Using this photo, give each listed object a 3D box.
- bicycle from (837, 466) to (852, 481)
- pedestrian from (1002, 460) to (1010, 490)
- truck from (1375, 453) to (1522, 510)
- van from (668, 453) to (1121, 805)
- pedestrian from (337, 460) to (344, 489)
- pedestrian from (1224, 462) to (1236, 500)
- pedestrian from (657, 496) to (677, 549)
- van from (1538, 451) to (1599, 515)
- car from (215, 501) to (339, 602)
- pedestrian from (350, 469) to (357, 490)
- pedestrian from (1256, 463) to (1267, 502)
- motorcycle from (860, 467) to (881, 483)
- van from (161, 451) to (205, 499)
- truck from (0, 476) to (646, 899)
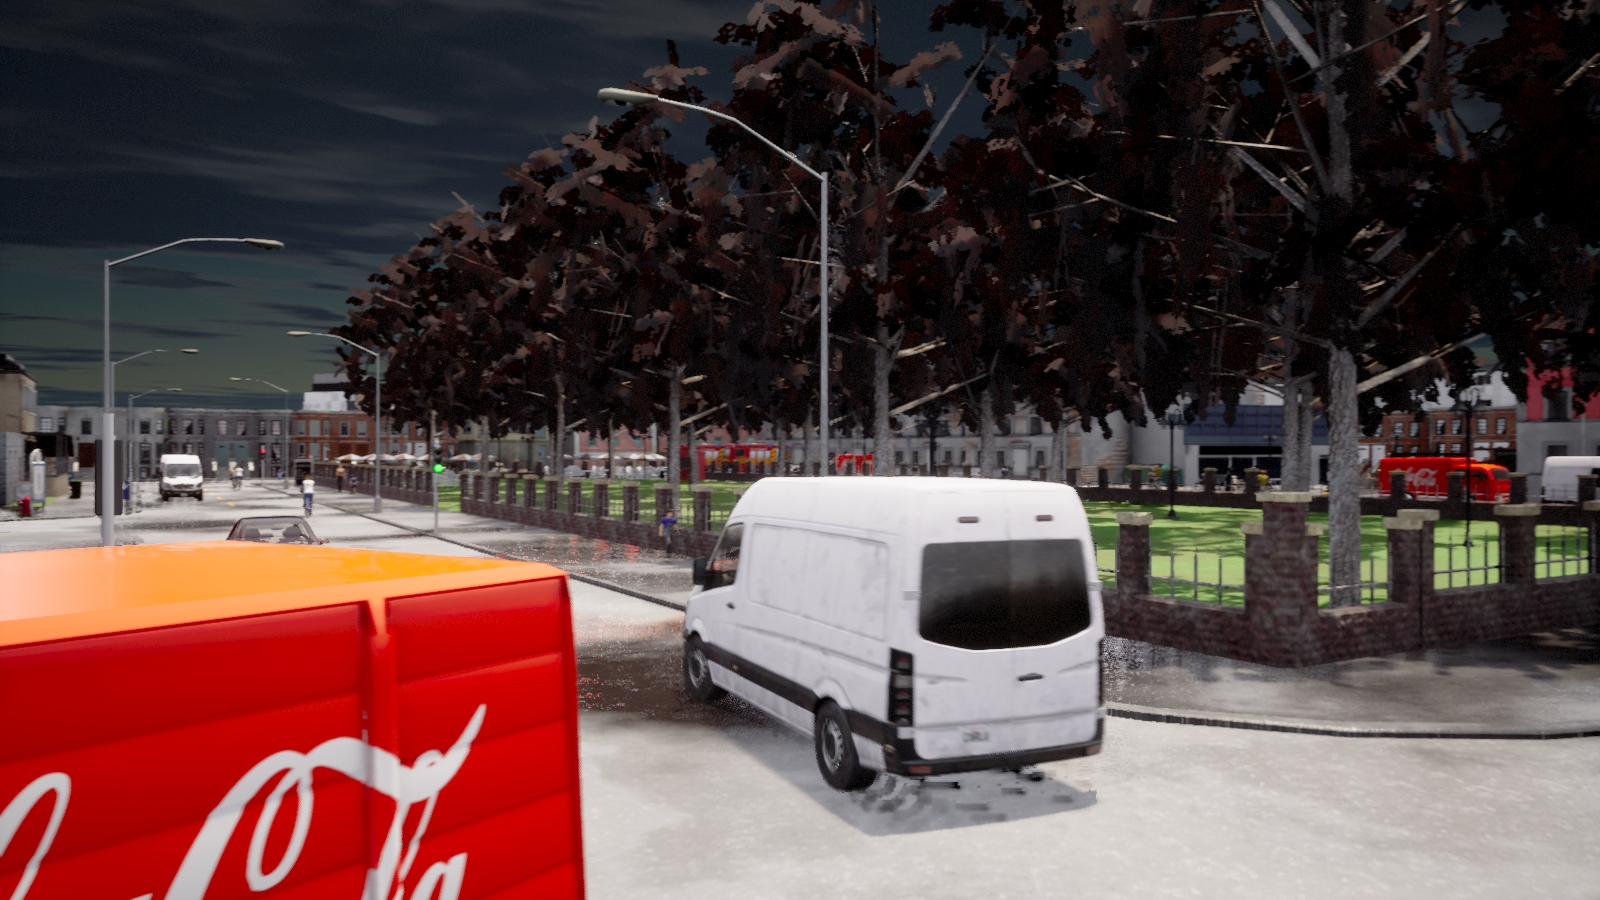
[{"bbox_3d":[3.762,1.977,96.186,0.329,1.271,1.835,0,0,-30],"label":"bicycle"},{"bbox_3d":[12.766,1.550,70.866,0.375,1.860,0.375,0,0,-22],"label":"pedestrian"},{"bbox_3d":[29.392,1.359,51.943,2.627,2.467,5.204,0,0,-30],"label":"truck"},{"bbox_3d":[0.488,1.319,11.443,1.988,2.561,5.915,0,0,-23],"label":"van"},{"bbox_3d":[-29.357,1.563,73.010,0.375,1.860,0.375,0,0,-19],"label":"pedestrian"},{"bbox_3d":[21.266,1.541,56.510,0.375,1.860,0.375,0,0,-29],"label":"pedestrian"},{"bbox_3d":[-3.339,1.818,28.747,0.375,1.300,0.375,0,0,-32],"label":"pedestrian"},{"bbox_3d":[33.105,1.322,45.575,1.988,2.561,5.915,0,0,-30],"label":"van"},{"bbox_3d":[-9.906,1.818,21.518,1.789,1.549,3.705,0,0,-30],"label":"car"},{"bbox_3d":[-27.667,1.842,70.751,0.375,1.300,0.375,0,0,-30],"label":"pedestrian"},{"bbox_3d":[22.157,1.539,54.855,0.375,1.860,0.375,0,0,-27],"label":"pedestrian"},{"bbox_3d":[5.707,1.997,92.785,0.856,1.236,1.805,0,0,-30],"label":"motorcycle"},{"bbox_3d":[-35.079,1.351,64.875,1.988,2.561,5.915,0,0,-30],"label":"van"},{"bbox_3d":[-2.999,1.350,2.213,2.627,2.467,5.204,0,0,32],"label":"truck"}]
